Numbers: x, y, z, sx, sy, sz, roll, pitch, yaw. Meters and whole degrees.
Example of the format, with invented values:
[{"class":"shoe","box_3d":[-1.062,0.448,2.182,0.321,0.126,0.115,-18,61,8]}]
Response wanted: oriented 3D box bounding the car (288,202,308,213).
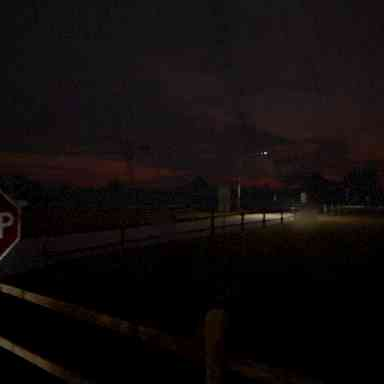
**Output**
[{"class":"car","box_3d":[15.584,2.284,48.770,2.128,1.511,4.902,1,0,36]}]
